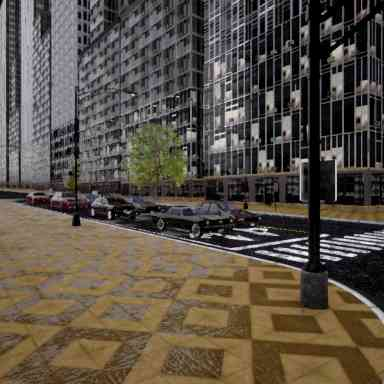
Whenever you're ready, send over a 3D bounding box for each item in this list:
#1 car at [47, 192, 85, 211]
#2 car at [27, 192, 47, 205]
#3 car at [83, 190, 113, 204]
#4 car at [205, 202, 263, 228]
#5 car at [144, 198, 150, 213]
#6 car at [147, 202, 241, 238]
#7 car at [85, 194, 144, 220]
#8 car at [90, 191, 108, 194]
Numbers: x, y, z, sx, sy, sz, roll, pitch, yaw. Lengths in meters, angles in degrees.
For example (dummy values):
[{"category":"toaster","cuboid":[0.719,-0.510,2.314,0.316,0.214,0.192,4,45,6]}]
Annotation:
[{"category":"car","cuboid":[-11.768,0.776,31.501,2.097,1.767,4.553,0,1,-38]},{"category":"car","cuboid":[-18.578,0.698,40.276,1.882,1.535,5.008,0,2,-37]},{"category":"car","cuboid":[-12.215,0.597,42.935,2.097,1.767,4.553,0,1,-38]},{"category":"car","cuboid":[1.659,1.289,19.706,2.033,1.411,5.357,0,1,-36]},{"category":"car","cuboid":[-4.611,1.104,27.640,2.033,1.411,5.357,0,1,-37]},{"category":"car","cuboid":[-0.065,1.372,16.587,1.895,1.301,4.718,0,1,-38]},{"category":"car","cuboid":[-5.654,1.110,23.698,1.837,1.490,4.892,0,1,-38]},{"category":"car","cuboid":[-11.114,0.911,35.941,2.033,1.411,5.357,0,1,-38]}]
